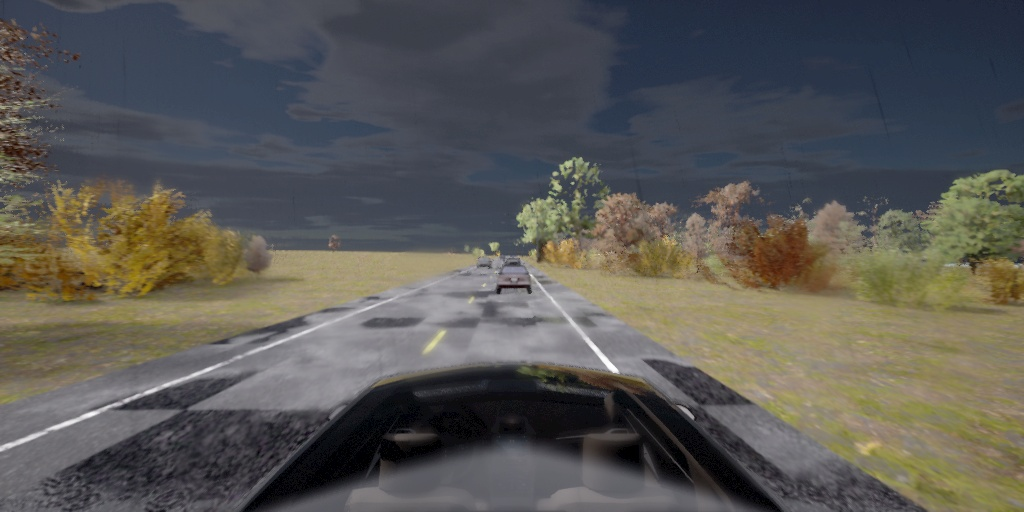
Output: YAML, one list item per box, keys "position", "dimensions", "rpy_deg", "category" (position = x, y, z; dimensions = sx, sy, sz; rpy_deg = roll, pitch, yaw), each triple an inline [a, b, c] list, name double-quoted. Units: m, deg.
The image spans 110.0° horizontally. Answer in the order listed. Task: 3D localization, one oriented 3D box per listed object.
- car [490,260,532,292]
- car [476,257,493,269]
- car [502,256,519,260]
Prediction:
- position: [0.105, 1.157, 19.744]
  dimensions: [2.033, 1.411, 5.357]
  rpy_deg: [0, 0, 0]
  category: "car"
- position: [-3.553, 0.906, 46.887]
  dimensions: [1.837, 1.490, 4.892]
  rpy_deg: [0, 0, 0]
  category: "car"
- position: [0.111, 0.968, 38.710]
  dimensions: [1.837, 1.490, 4.892]
  rpy_deg: [0, 0, 0]
  category: "car"
